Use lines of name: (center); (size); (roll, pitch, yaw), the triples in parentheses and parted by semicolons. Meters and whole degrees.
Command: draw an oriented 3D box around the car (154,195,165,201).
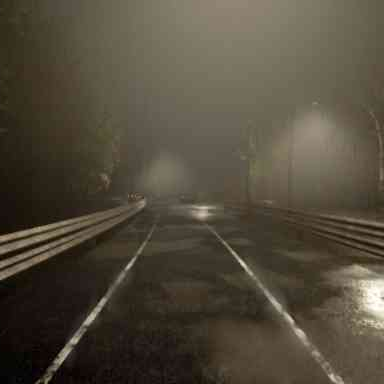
car: (-8.197, 1.455, 83.806); (2.128, 1.511, 4.902); (0, 0, -19)

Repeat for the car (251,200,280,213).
car: (7.882, 1.630, 37.050); (2.128, 1.511, 4.902); (0, 0, -19)

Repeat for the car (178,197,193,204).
car: (-1.205, 1.549, 63.496); (1.994, 1.385, 4.181); (0, 0, -19)
